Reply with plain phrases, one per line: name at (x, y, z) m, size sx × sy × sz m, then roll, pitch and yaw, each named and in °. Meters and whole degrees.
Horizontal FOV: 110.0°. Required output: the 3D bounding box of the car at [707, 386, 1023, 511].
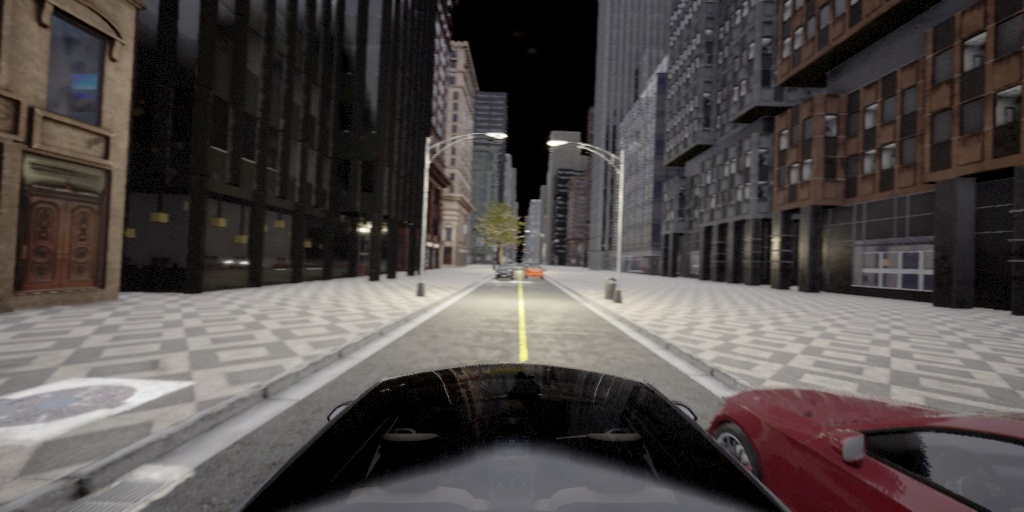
car at (2.695, 1.384, 1.388) m, size 1.812 × 1.442 × 4.674 m, roll 2°, pitch -1°, yaw 1°

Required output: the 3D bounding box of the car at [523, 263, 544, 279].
car at (2.523, 1.700, 41.515) m, size 2.097 × 1.767 × 4.553 m, roll 2°, pitch -1°, yaw 1°

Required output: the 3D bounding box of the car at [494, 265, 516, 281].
car at (-0.685, 1.648, 36.044) m, size 1.837 × 1.490 × 4.892 m, roll 2°, pitch -1°, yaw 1°
